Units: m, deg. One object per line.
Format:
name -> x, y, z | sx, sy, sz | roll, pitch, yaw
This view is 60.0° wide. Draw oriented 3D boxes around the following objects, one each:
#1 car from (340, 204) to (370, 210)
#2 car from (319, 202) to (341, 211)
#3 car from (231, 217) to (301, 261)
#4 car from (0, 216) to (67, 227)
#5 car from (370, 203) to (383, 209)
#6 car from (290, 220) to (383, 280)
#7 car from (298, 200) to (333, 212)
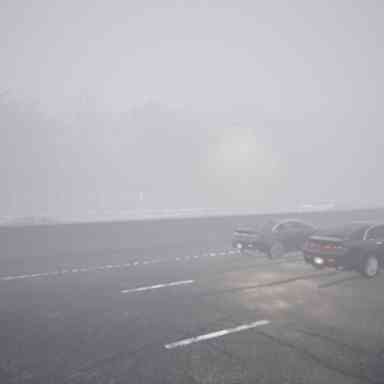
car -> 20.322, 2.191, 38.858 | 5.357, 1.411, 2.033 | 0, -2, -29
car -> 18.913, 2.265, 42.079 | 4.892, 1.490, 1.837 | -1, -2, -29
car -> 3.886, 1.792, 13.596 | 4.902, 1.511, 2.128 | 0, -2, -29
car -> -12.056, 2.488, 24.797 | 5.357, 1.411, 2.033 | 0, -2, -29
car -> 22.285, 1.744, 35.967 | 5.566, 2.045, 2.150 | 0, -2, -29
car -> 5.698, 1.687, 10.604 | 4.892, 1.490, 1.837 | 0, -2, -29
car -> 16.886, 2.101, 44.961 | 5.566, 2.045, 2.150 | -1, -2, -29
